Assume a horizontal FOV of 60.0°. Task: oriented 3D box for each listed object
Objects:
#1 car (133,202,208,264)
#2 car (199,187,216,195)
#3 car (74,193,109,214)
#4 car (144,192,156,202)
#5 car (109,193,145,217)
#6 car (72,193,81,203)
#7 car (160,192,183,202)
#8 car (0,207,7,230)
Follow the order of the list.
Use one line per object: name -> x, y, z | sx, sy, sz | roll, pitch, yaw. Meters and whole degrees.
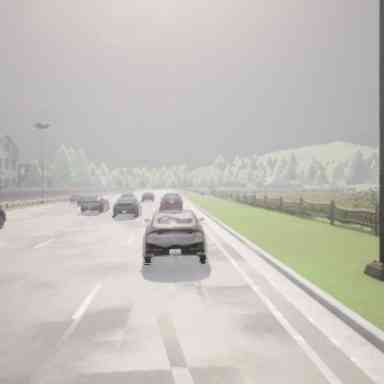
car -> -0.578, 1.314, 11.125 | 2.128, 1.511, 4.902 | -1, 1, -3
car -> 3.736, -0.161, 78.887 | 3.866, 1.878, 1.905 | -1, 1, -4
car -> -8.874, 1.119, 30.802 | 2.128, 1.511, 4.902 | -1, 1, -4
car -> -6.809, 0.743, 52.196 | 1.837, 1.490, 4.892 | -1, 1, -4
car -> -5.078, 1.143, 26.506 | 1.837, 1.490, 4.892 | -1, 1, -4
car -> -13.168, 0.994, 42.456 | 2.128, 1.511, 4.902 | -1, 1, -4
car -> -1.919, 0.857, 31.395 | 2.097, 1.767, 4.553 | -1, 1, -4
car -> -11.420, 1.129, 16.443 | 2.150, 2.045, 5.566 | -1, 1, -4
